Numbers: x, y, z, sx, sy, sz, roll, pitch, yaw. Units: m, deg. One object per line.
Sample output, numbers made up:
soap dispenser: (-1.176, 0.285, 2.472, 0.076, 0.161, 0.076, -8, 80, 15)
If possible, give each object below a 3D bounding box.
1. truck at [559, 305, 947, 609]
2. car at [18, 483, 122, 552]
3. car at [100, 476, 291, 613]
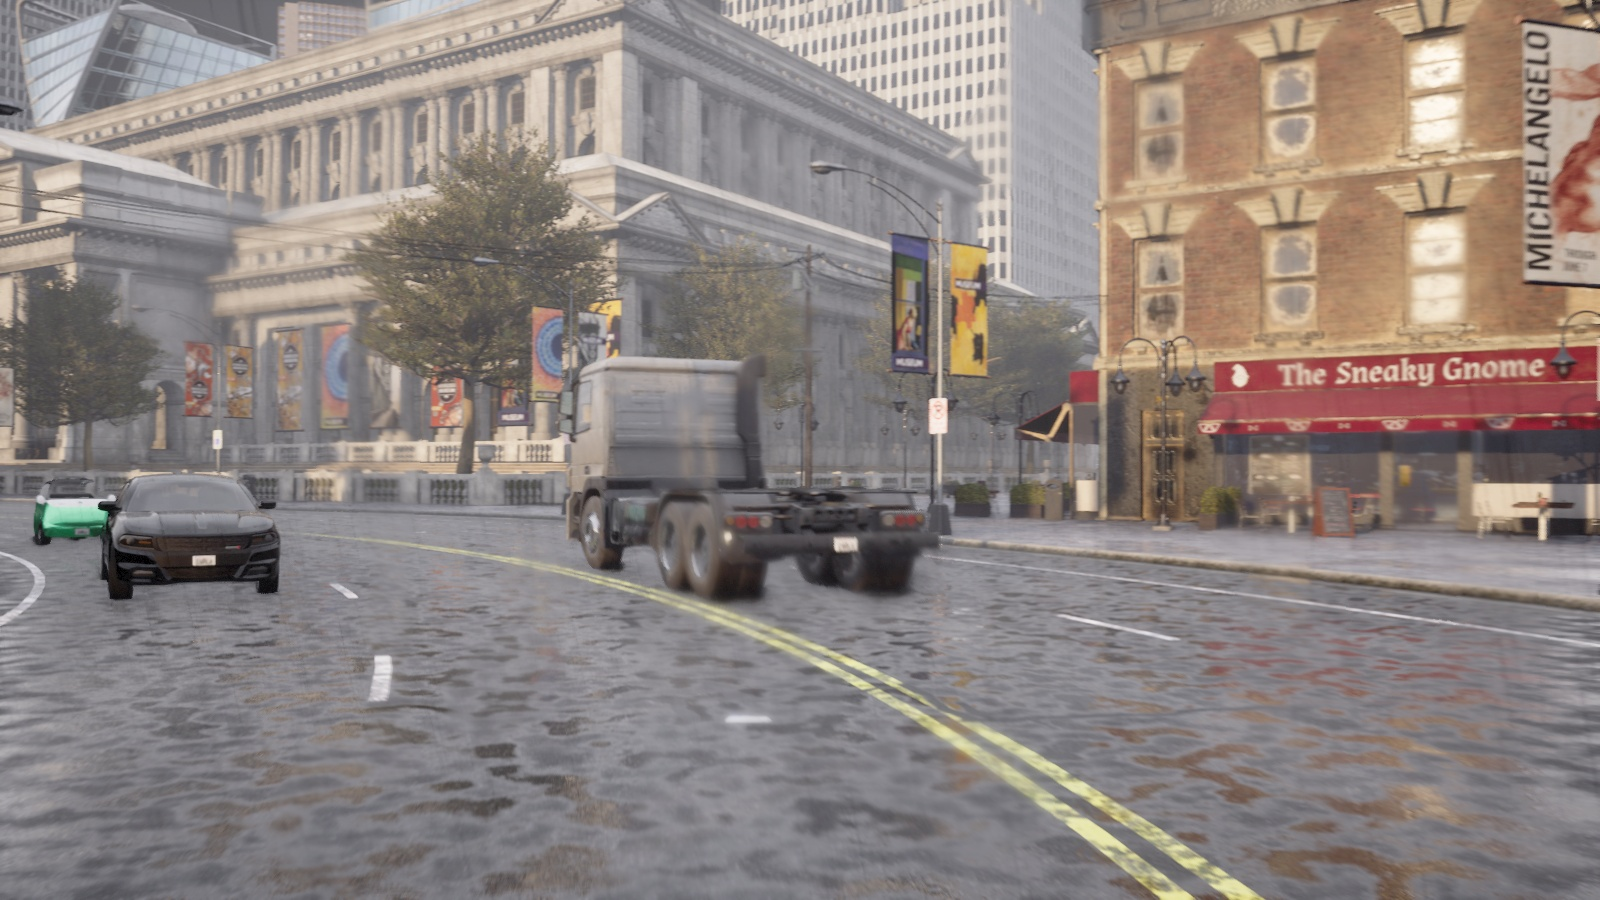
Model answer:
truck: (-1.168, 0.149, 18.502, 2.891, 3.462, 7.936, 0, -1, -25)
car: (-15.499, 1.397, 26.635, 1.481, 1.376, 2.207, 1, -2, -42)
car: (-8.229, 1.117, 16.821, 1.882, 1.535, 5.008, 0, -1, -31)
